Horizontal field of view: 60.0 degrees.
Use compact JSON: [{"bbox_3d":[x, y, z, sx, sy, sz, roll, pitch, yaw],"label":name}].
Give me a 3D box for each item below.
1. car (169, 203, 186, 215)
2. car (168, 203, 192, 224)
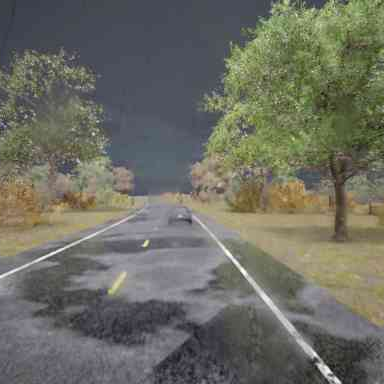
[{"bbox_3d":[-1.846,2.105,42.175,1.994,1.385,4.181,-1,-1,-4],"label":"car"},{"bbox_3d":[-0.996,1.929,28.433,1.994,1.385,4.181,-1,-1,-2],"label":"car"}]
